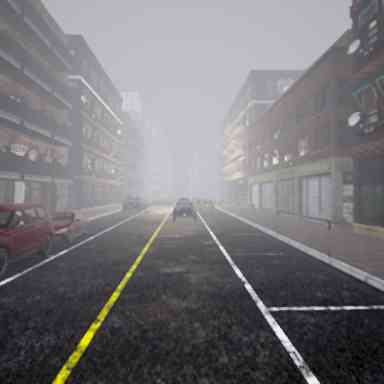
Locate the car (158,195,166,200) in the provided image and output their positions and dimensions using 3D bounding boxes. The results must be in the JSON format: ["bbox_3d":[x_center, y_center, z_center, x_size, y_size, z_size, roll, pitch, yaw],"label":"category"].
[{"bbox_3d":[-8.028,1.451,89.095,2.008,1.369,4.403,0,0,-2],"label":"car"}]

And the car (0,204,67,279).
[{"bbox_3d":[-5.936,1.327,10.215,2.192,1.841,5.009,0,0,-2],"label":"car"}]

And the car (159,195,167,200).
[{"bbox_3d":[-8.178,1.442,94.730,2.008,1.369,4.403,0,0,-2],"label":"car"}]

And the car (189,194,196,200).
[{"bbox_3d":[0.197,1.380,95.117,1.752,1.417,4.829,0,0,-2],"label":"car"}]

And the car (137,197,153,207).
[{"bbox_3d":[-6.982,1.503,49.656,1.887,1.381,4.507,0,0,-2],"label":"car"}]

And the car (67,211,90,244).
[{"bbox_3d":[-6.086,1.587,15.850,1.802,1.307,4.206,0,0,-2],"label":"car"}]

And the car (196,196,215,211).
[{"bbox_3d":[1.690,1.463,38.775,1.752,1.417,4.829,0,0,-2],"label":"car"}]

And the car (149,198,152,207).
[{"bbox_3d":[-6.833,1.407,44.021,1.967,1.590,4.097,0,0,-2],"label":"car"}]

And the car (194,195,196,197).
[{"bbox_3d":[1.396,1.467,49.874,1.887,1.381,4.507,0,0,-2],"label":"car"}]

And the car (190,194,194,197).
[{"bbox_3d":[-1.033,1.420,43.377,1.882,1.535,5.008,0,0,-1],"label":"car"}]

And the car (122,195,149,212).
[{"bbox_3d":[-6.683,1.290,38.387,2.192,1.841,5.009,0,0,-2],"label":"car"}]

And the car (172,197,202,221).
[{"bbox_3d":[-0.588,1.458,26.726,2.128,1.511,4.902,0,0,-1],"label":"car"}]
